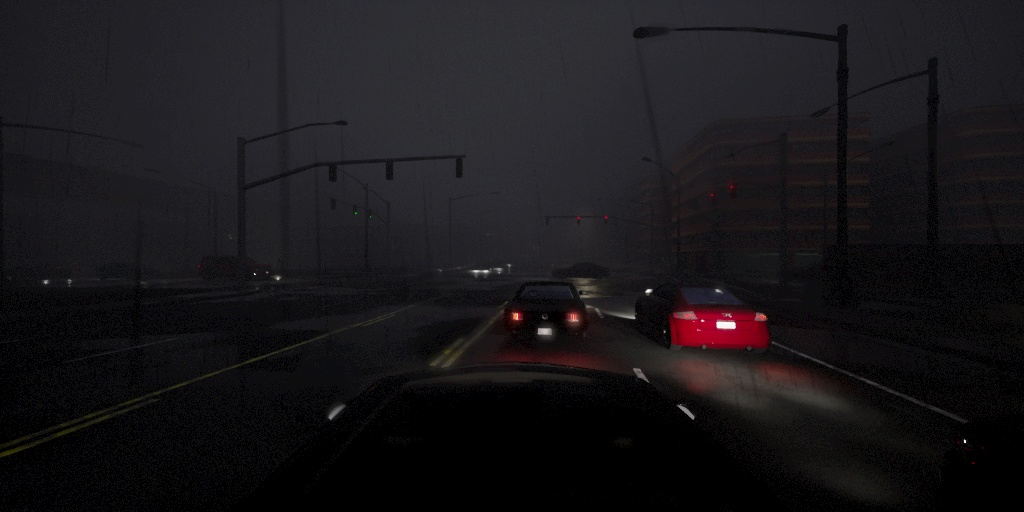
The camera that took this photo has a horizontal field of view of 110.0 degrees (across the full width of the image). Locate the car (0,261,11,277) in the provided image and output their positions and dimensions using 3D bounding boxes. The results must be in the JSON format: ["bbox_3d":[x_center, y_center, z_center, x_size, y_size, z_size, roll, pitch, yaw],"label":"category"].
[{"bbox_3d":[-51.086,1.276,35.417,4.674,1.442,1.812,0,0,35],"label":"car"}]

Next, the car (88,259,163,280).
[{"bbox_3d":[-32.377,1.228,30.372,5.008,1.535,1.882,0,0,7],"label":"car"}]

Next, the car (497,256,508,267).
[{"bbox_3d":[-2.398,1.064,58.619,1.895,1.301,4.718,0,1,8],"label":"car"}]

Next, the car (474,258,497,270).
[{"bbox_3d":[-3.767,1.176,48.768,1.994,1.385,4.181,0,1,8],"label":"car"}]

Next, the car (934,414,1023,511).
[{"bbox_3d":[3.640,1.242,0.248,2.128,1.511,4.902,0,0,1],"label":"car"}]

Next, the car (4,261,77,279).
[{"bbox_3d":[-41.781,1.351,31.718,4.718,1.301,1.895,0,0,12],"label":"car"}]

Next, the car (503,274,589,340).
[{"bbox_3d":[1.019,1.351,9.967,1.895,1.301,4.718,0,0,8],"label":"car"}]

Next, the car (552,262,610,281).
[{"bbox_3d":[5.650,1.244,29.608,4.674,1.442,1.812,0,0,7],"label":"car"}]

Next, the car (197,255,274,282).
[{"bbox_3d":[-22.449,0.971,29.178,5.566,2.045,2.150,0,0,7],"label":"car"}]

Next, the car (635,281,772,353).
[{"bbox_3d":[4.421,1.314,8.959,1.994,1.385,4.181,0,0,7],"label":"car"}]

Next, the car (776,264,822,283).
[{"bbox_3d":[23.565,1.297,27.508,5.357,1.411,2.033,0,0,7],"label":"car"}]

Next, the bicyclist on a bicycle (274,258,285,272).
[{"bbox_3d":[-26.326,1.053,40.697,0.582,1.620,1.656,0,0,7],"label":"bicyclist on a bicycle"}]
